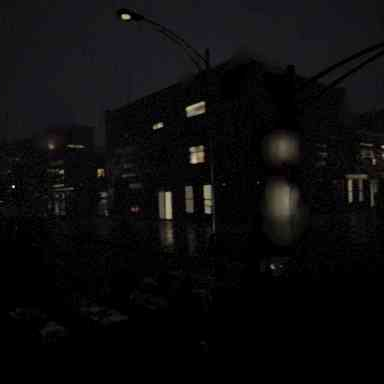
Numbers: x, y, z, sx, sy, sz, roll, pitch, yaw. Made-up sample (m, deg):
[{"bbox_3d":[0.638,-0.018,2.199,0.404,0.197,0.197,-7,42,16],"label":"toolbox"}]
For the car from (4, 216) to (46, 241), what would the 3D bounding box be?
[{"bbox_3d":[-10.716,2.213,21.232,2.008,1.369,4.403,-4,0,-41],"label":"car"}]
